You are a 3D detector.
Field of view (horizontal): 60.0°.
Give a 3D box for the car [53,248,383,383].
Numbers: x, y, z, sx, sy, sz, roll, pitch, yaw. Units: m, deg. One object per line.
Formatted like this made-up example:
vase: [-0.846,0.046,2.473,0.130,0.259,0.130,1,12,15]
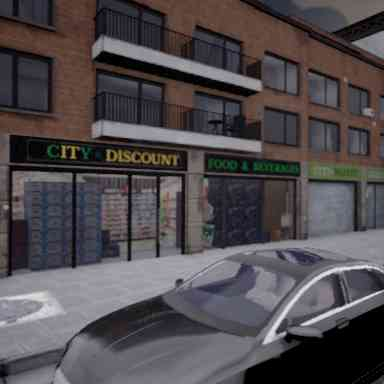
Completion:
car: [0.983,1.507,3.950,4.902,1.511,2.128,0,0,-35]
